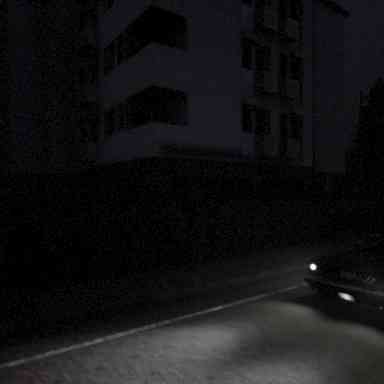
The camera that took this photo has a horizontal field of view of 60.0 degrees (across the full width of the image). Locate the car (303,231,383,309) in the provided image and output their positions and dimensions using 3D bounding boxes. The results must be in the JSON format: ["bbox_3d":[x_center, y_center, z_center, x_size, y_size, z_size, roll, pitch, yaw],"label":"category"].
[{"bbox_3d":[4.567,1.560,7.264,4.718,1.301,1.895,0,0,-35],"label":"car"}]
